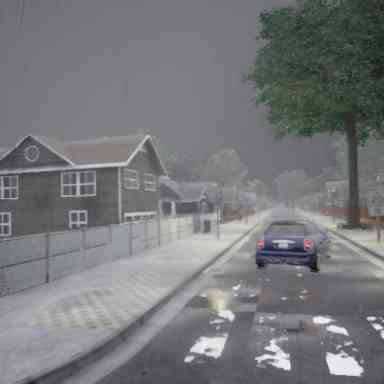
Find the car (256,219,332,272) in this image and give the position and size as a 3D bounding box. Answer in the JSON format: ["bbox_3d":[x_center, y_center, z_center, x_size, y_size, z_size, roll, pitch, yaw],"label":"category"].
[{"bbox_3d":[4.089,1.857,12.990,2.097,1.767,4.553,-3,-3,29],"label":"car"}]
